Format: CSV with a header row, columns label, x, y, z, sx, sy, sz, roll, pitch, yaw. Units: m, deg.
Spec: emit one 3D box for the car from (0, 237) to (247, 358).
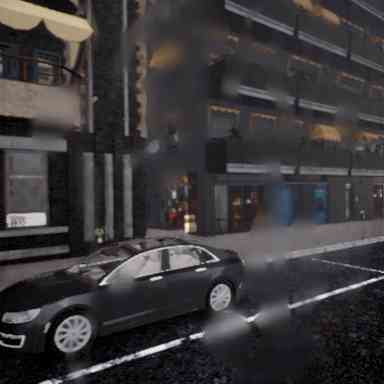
label,x,y,z,sx,sy,sz,roll,pitch,yaw
car,-0.972,1.541,5.877,4.403,1.369,2.008,0,-1,-35
